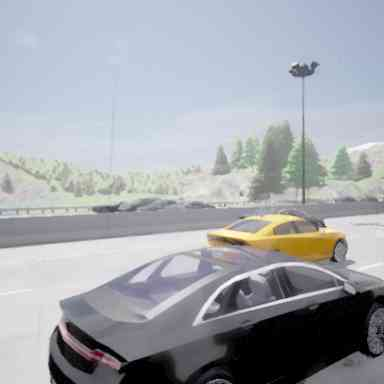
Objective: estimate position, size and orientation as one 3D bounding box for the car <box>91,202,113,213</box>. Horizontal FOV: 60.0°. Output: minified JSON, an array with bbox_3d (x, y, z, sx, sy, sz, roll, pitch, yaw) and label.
[{"bbox_3d":[-7.467,1.539,33.084,4.718,1.301,1.895,0,0,-36],"label":"car"}]

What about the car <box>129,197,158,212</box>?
[{"bbox_3d":[-2.435,1.432,28.077,4.892,1.490,1.837,0,0,-36],"label":"car"}]

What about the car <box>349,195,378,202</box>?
[{"bbox_3d":[28.466,1.171,54.427,4.902,1.511,2.128,0,0,-35],"label":"car"}]

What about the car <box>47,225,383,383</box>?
[{"bbox_3d":[0.784,1.476,4.323,4.902,1.511,2.128,-1,0,-35],"label":"car"}]

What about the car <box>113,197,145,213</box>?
[{"bbox_3d":[-4.518,1.281,30.890,4.553,1.767,2.097,0,0,-36],"label":"car"}]

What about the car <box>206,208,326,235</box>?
[{"bbox_3d":[2.677,1.433,9.974,5.008,1.535,1.882,0,0,-36],"label":"car"}]

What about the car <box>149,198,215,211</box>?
[{"bbox_3d":[-0.406,1.416,25.225,4.902,1.511,2.128,0,0,-36],"label":"car"}]

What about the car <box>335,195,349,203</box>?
[{"bbox_3d":[26.583,1.205,57.355,4.674,1.442,1.812,0,0,-35],"label":"car"}]

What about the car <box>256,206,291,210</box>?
[{"bbox_3d":[4.212,1.422,15.374,4.902,1.511,2.128,0,0,-36],"label":"car"}]
